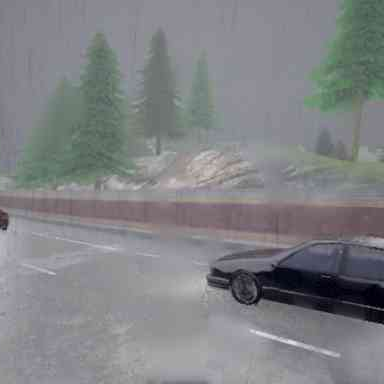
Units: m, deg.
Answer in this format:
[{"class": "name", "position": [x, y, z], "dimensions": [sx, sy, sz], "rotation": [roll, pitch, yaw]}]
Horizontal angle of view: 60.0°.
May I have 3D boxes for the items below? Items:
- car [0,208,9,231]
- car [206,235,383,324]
[{"class": "car", "position": [-12.526, 1.474, 19.787], "dimensions": [1.882, 1.535, 5.008], "rotation": [0, 0, -45]}, {"class": "car", "position": [2.898, 1.547, 6.279], "dimensions": [5.357, 1.411, 2.033], "rotation": [0, 0, 37]}]
